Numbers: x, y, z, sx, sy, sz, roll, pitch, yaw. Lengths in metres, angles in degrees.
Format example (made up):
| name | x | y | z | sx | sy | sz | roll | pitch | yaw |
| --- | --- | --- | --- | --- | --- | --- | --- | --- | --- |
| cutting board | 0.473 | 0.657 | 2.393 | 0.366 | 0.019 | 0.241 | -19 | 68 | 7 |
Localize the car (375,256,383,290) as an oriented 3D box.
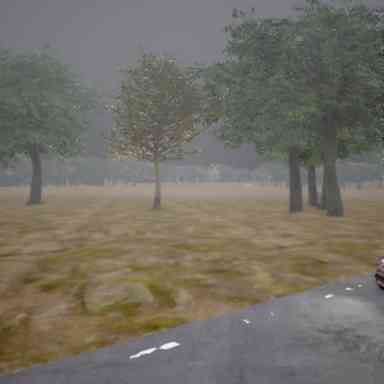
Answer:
| name | x | y | z | sx | sy | sz | roll | pitch | yaw |
| --- | --- | --- | --- | --- | --- | --- | --- | --- | --- |
| car | 6.168 | 1.526 | 7.777 | 4.674 | 1.442 | 1.812 | 0 | 0 | -35 |
